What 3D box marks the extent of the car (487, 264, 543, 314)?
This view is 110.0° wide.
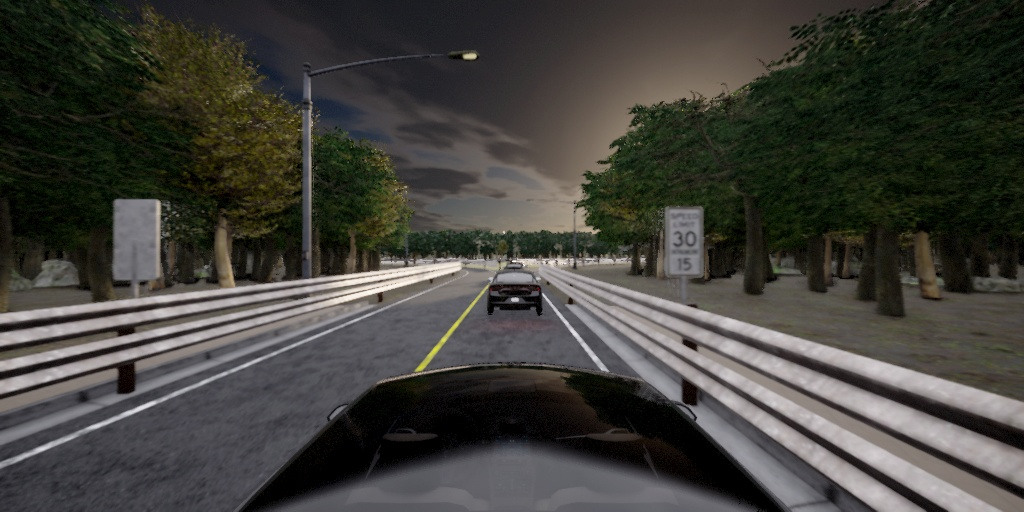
[{"bbox_3d":[0.097,1.242,13.852,1.882,1.535,5.008,0,0,0],"label":"car"}]
